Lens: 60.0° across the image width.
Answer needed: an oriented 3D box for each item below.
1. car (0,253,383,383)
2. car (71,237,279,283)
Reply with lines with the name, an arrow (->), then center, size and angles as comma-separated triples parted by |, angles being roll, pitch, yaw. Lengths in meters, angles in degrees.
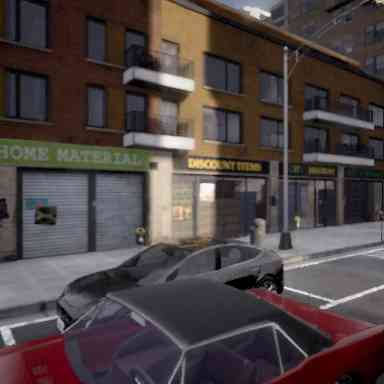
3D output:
car -> -0.334, 1.600, 2.834 | 4.718, 1.301, 1.895 | 0, 0, -36
car -> -0.129, 1.563, 6.098 | 4.313, 1.339, 1.947 | 0, 0, -36
